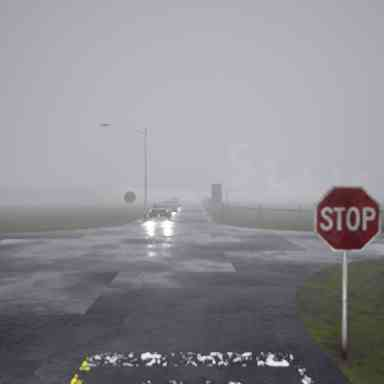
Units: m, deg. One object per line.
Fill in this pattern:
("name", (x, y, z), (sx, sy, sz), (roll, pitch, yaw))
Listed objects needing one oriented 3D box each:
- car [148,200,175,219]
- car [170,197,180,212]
("car", (-2.801, 1.677, 29.980), (1.895, 1.301, 4.718), (0, 0, 0))
("car", (-2.807, 1.667, 40.291), (1.994, 1.385, 4.181), (0, 0, 0))
